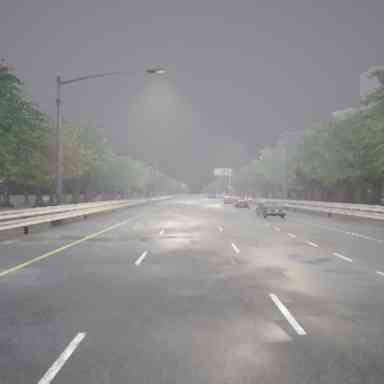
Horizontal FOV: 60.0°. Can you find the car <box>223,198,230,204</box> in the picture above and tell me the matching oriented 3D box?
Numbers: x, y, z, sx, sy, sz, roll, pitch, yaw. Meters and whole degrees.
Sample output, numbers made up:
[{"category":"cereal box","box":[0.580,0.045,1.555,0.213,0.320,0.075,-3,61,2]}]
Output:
[{"category":"car","box":[7.270,1.841,67.030,1.895,1.301,4.718,0,0,0]}]

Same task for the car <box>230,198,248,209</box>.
[{"category":"car","box":[7.149,1.697,49.006,1.812,1.442,4.674,0,0,0]}]

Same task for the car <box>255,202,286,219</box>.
[{"category":"car","box":[7.062,1.636,30.298,2.033,1.411,5.357,0,0,0]}]
